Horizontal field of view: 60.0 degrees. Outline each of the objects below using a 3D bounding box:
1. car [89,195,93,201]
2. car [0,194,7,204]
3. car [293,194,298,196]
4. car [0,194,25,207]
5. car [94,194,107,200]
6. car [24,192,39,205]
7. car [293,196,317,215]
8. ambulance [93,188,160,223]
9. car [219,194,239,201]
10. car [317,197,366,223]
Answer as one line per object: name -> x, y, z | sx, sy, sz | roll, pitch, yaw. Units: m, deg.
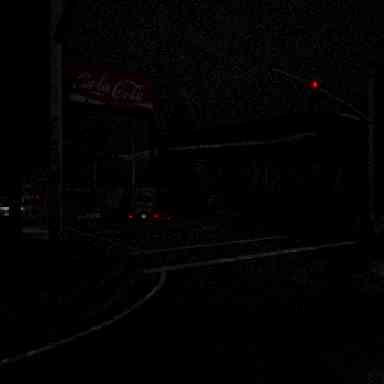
car -> -21.086, 1.303, 73.161 | 2.007, 1.523, 4.514 | 0, 0, -36
car -> -34.631, 1.162, 59.621 | 2.097, 1.767, 4.553 | 0, 0, -36
car -> 23.068, 1.357, 82.694 | 2.152, 1.636, 5.027 | 0, 0, -36
car -> -25.235, 1.309, 46.590 | 1.837, 1.490, 4.892 | 0, 1, -36
car -> -22.303, 1.238, 81.011 | 1.970, 1.475, 3.806 | 0, 0, -36
car -> -26.881, 1.021, 55.105 | 2.150, 2.045, 5.566 | 0, -1, -36
car -> 12.116, 1.493, 33.175 | 4.611, 1.667, 2.242 | 0, 0, -36
ambulance -> -4.947, 0.948, 24.932 | 2.351, 2.431, 6.366 | 2, -1, -36
car -> 8.978, 1.340, 81.872 | 1.845, 1.501, 3.633 | 0, 0, -36
car -> 11.969, 1.324, 26.044 | 3.866, 1.878, 1.905 | 0, 0, -36
